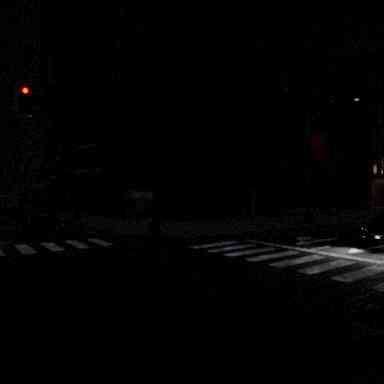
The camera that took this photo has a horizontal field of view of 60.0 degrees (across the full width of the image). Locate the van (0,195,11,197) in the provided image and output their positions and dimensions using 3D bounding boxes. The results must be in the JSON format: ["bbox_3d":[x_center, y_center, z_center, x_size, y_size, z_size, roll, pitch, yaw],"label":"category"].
[{"bbox_3d":[-23.321,1.337,41.179,1.690,1.788,3.998,0,0,-35],"label":"van"}]

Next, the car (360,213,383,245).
[{"bbox_3d":[9.094,1.479,14.160,4.892,1.490,1.837,0,0,-35],"label":"car"}]

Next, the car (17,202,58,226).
[{"bbox_3d":[-10.617,1.567,23.164,1.947,1.339,4.313,0,0,-35],"label":"car"}]

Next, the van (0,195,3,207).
[{"bbox_3d":[-29.673,1.342,50.185,1.690,1.788,3.998,0,0,-35],"label":"van"}]

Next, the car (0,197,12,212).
[{"bbox_3d":[-20.146,1.562,36.675,1.947,1.339,4.313,0,0,-35],"label":"car"}]

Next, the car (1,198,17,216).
[{"bbox_3d":[-16.970,1.578,32.172,1.802,1.307,4.206,0,0,-35],"label":"car"}]

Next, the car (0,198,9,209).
[{"bbox_3d":[-26.498,1.549,45.682,2.008,1.369,4.403,0,0,-35],"label":"car"}]
